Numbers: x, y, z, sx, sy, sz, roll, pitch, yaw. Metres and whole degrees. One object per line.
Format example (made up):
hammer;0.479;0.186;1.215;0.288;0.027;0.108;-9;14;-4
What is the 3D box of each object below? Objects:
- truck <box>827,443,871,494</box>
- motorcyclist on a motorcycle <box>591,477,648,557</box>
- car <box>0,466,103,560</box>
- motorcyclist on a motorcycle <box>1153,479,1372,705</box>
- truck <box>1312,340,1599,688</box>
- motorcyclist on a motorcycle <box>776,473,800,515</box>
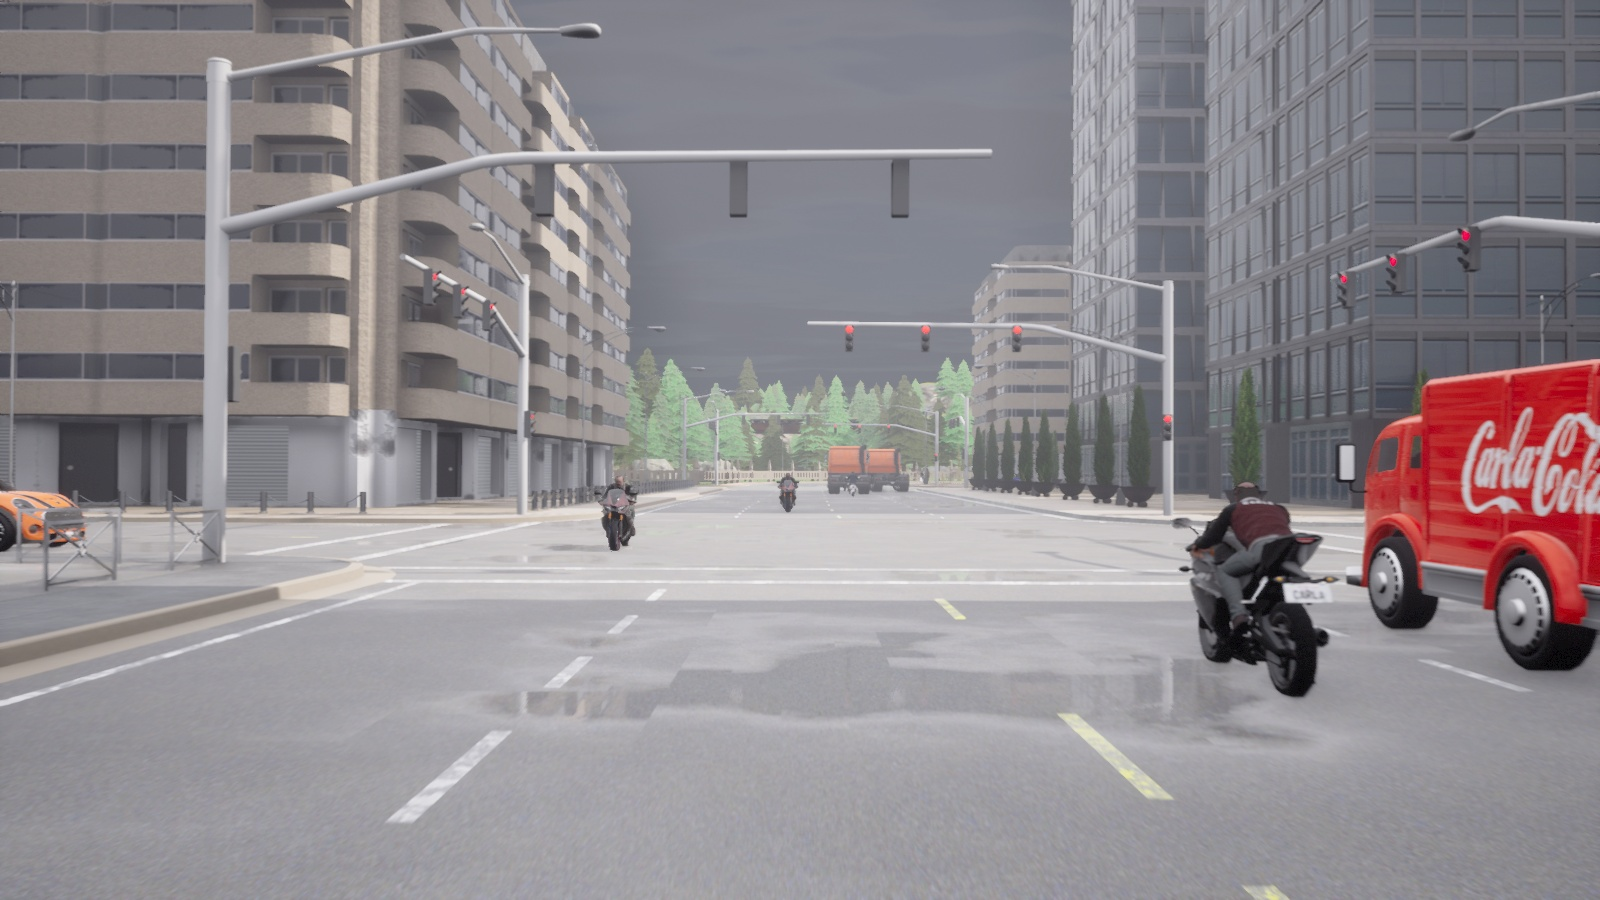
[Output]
truck;3.393;1.300;88.474;2.891;3.462;7.936;0;-1;1
motorcyclist on a motorcycle;-3.626;1.315;25.355;0.866;1.530;2.191;0;-1;-1
car;-16.507;1.206;24.583;4.553;1.767;2.097;0;-1;0
motorcyclist on a motorcycle;3.476;0.998;9.696;0.866;1.530;2.191;0;-1;0
truck;6.972;0.488;11.240;2.627;2.467;5.204;0;-1;0
motorcyclist on a motorcycle;-0.441;1.646;47.465;0.866;1.530;2.191;0;-1;0
